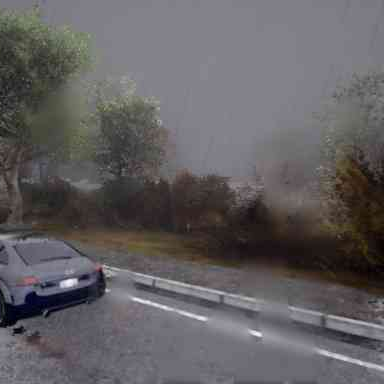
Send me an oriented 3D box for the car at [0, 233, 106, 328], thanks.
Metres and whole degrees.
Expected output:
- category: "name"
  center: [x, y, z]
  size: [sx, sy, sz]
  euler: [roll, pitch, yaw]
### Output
- category: "car"
  center: [-3.729, 1.581, 7.145]
  size: [4.181, 1.385, 1.994]
  euler: [0, 0, 39]
